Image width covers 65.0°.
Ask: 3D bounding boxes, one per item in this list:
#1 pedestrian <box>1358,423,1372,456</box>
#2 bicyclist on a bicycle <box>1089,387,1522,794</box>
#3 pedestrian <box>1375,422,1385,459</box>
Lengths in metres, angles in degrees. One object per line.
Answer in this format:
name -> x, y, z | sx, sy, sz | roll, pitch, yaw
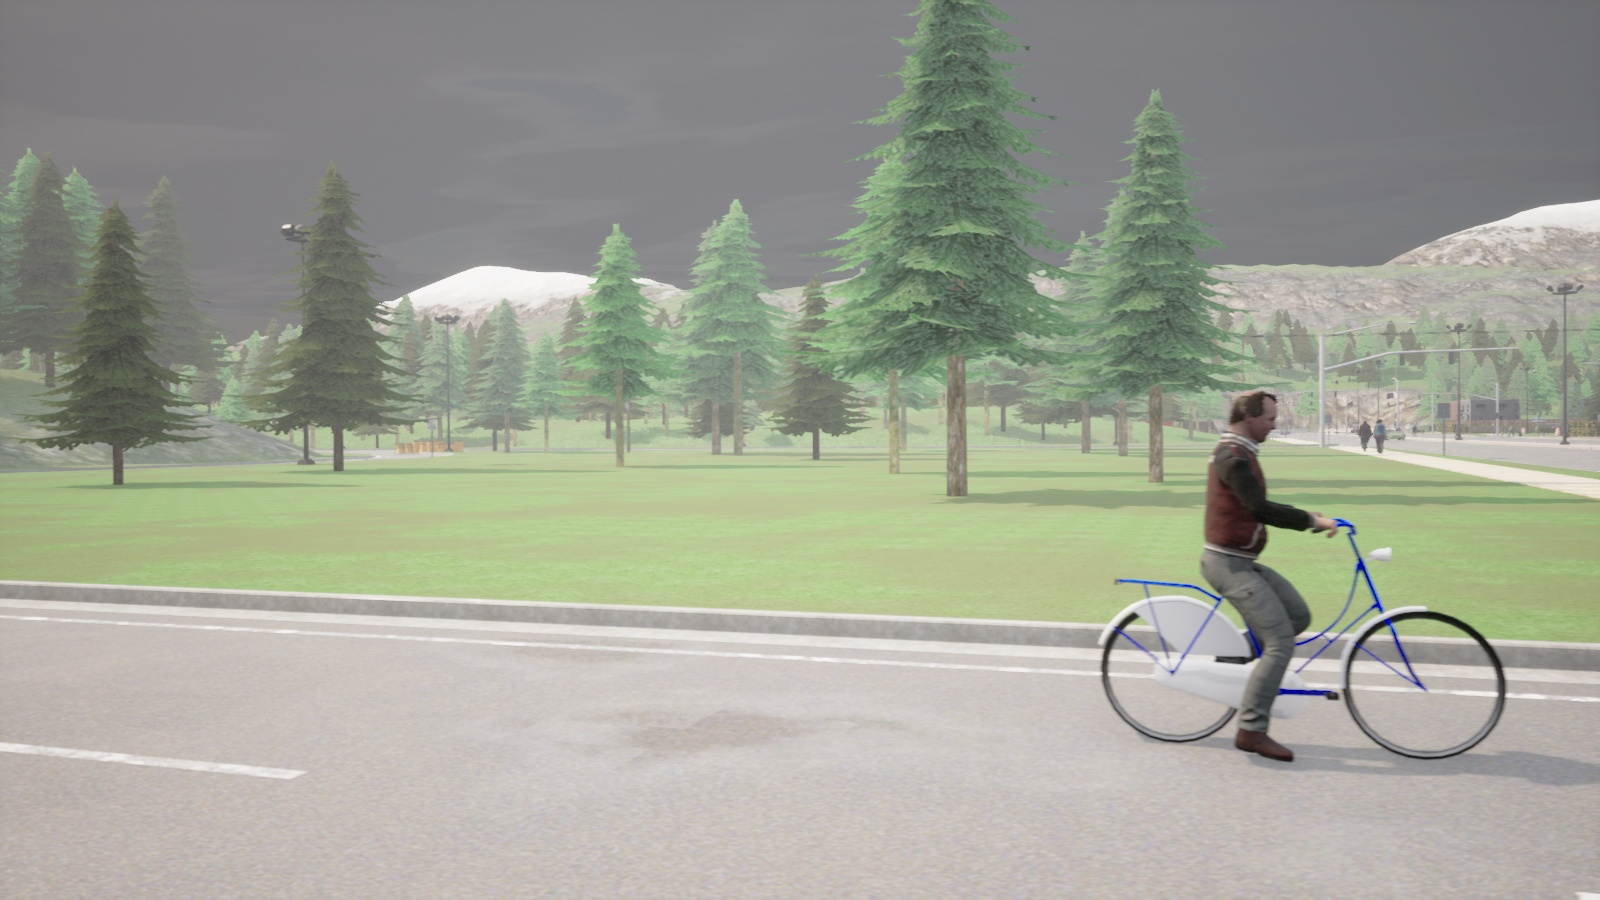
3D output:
pedestrian -> 31.852, -0.586, 70.848 | 0.634, 1.844, 0.899 | 0, 1, 19
bicyclist on a bicycle -> 2.378, 0.610, 6.084 | 1.843, 1.776, 0.659 | 0, 1, 19
pedestrian -> 29.965, -0.498, 64.918 | 0.396, 1.930, 0.692 | 0, 1, 20
